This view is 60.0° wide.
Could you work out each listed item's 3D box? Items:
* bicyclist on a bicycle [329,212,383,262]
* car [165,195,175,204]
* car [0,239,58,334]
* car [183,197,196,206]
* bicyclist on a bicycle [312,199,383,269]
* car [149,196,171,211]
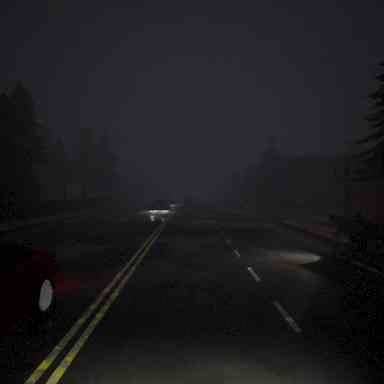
[{"bbox_3d":[4.987,1.328,9.780,1.656,1.620,0.582,-8,23,0],"label":"bicyclist on a bicycle"},{"bbox_3d":[-4.109,1.261,58.585,2.097,1.767,4.553,0,0,0],"label":"car"},{"bbox_3d":[-3.621,1.470,4.682,1.882,1.535,5.008,0,0,0],"label":"car"},{"bbox_3d":[-0.401,1.464,54.198,2.033,1.411,5.357,0,0,-1],"label":"car"},{"bbox_3d":[5.160,1.365,10.911,1.656,1.620,0.582,-28,-34,10],"label":"bicyclist on a bicycle"},{"bbox_3d":[-3.964,1.502,40.176,1.994,1.385,4.181,0,0,0],"label":"car"}]
